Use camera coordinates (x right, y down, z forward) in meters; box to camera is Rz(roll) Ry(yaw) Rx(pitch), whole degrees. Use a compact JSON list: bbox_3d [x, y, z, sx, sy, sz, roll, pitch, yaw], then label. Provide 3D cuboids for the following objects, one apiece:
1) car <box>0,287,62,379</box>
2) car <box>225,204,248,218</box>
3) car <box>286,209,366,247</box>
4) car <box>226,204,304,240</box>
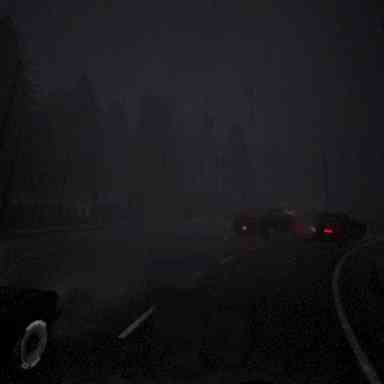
[{"bbox_3d":[-3.117,1.618,2.870,1.895,1.301,4.718,0,0,8],"label":"car"},{"bbox_3d":[4.899,1.748,29.026,4.674,1.442,1.812,1,-1,-41],"label":"car"},{"bbox_3d":[6.760,1.677,15.998,2.033,1.411,5.357,0,-1,41],"label":"car"},{"bbox_3d":[4.168,1.619,18.178,1.882,1.535,5.008,0,0,40],"label":"car"}]
